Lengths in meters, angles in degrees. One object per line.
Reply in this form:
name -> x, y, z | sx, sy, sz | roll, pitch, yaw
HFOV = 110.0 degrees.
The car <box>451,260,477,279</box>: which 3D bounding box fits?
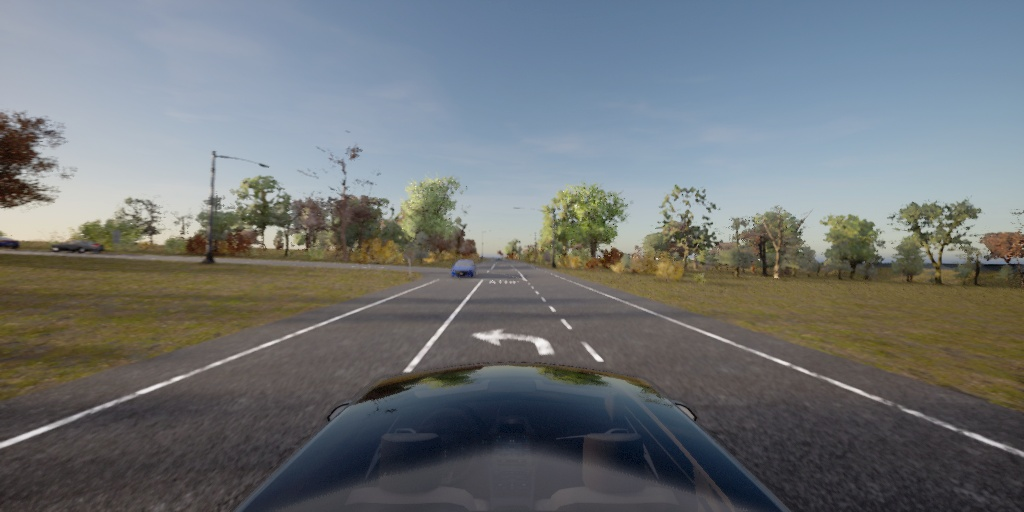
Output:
car -> -4.171, 1.093, 31.593 | 1.882, 1.535, 5.008 | 1, 2, -1
